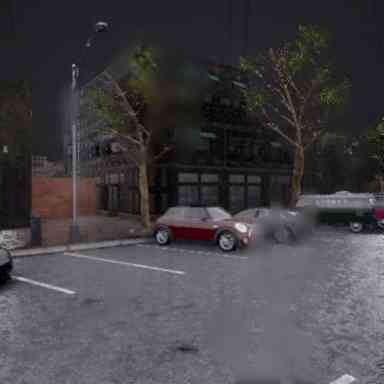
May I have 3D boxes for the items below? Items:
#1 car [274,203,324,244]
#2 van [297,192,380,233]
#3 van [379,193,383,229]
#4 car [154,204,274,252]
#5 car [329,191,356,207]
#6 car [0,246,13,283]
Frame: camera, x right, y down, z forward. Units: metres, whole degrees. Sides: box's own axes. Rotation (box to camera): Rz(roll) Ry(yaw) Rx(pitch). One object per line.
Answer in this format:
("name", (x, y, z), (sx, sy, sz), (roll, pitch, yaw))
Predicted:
("car", (3.106, 1.419, 15.300), (4.892, 1.521, 2.231), (-1, 0, 34))
("van", (7.815, 1.157, 18.799), (4.442, 1.987, 1.878), (-1, 0, 35))
("van", (10.224, 1.138, 20.517), (4.442, 1.987, 1.878), (-1, 0, 35))
("car", (0.666, 1.311, 13.597), (4.553, 1.767, 2.185), (-1, -1, 35))
("car", (21.716, 0.952, 47.846), (2.435, 2.045, 5.566), (0, 1, 36))
("car", (-6.506, 1.519, 8.411), (4.792, 1.488, 2.163), (-1, -1, 34))
